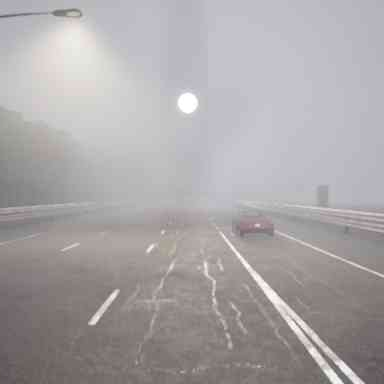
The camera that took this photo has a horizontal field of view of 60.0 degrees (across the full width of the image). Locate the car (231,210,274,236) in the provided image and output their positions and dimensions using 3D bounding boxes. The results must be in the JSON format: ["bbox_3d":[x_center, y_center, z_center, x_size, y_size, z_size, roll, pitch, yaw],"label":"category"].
[{"bbox_3d":[3.487,1.760,19.680,1.994,1.385,4.181,0,-1,0],"label":"car"}]
